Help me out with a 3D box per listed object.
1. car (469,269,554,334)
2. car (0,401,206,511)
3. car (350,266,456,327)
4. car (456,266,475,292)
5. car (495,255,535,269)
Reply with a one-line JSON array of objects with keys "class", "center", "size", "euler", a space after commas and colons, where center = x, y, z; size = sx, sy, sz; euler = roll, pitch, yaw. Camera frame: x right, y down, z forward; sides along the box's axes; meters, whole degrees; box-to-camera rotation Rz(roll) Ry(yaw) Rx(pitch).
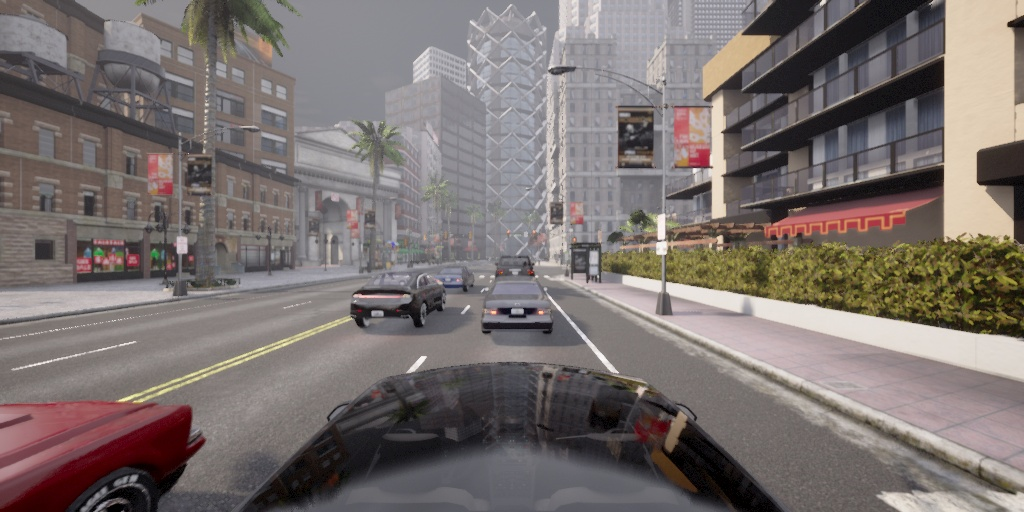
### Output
[{"class": "car", "center": [0.129, 1.293, 10.579], "size": [2.033, 1.411, 5.357], "euler": [0, 0, 0]}, {"class": "car", "center": [-3.345, 1.351, 0.662], "size": [1.895, 1.301, 4.718], "euler": [0, 0, -1]}, {"class": "car", "center": [-3.362, 1.237, 11.432], "size": [2.128, 1.511, 4.902], "euler": [0, 0, 0]}, {"class": "car", "center": [-3.332, 1.288, 21.184], "size": [2.033, 1.411, 5.357], "euler": [0, 0, 0]}, {"class": "car", "center": [0.166, 0.962, 20.830], "size": [2.150, 2.045, 5.566], "euler": [0, 0, 0]}]
